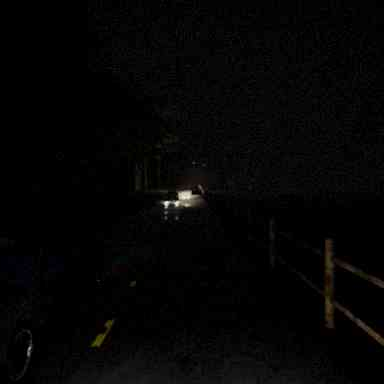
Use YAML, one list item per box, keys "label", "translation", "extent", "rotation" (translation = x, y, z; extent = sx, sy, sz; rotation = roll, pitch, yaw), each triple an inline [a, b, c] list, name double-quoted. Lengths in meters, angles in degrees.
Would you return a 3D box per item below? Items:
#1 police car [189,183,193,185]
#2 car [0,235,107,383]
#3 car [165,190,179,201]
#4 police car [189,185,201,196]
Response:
- label: "police car"
  translation: [0.774, -0.728, 81.452]
  extent: [1.930, 1.638, 5.238]
  rotation: [0, 3, 0]
- label: "car"
  translation: [-2.855, 1.493, 5.486]
  extent: [2.033, 1.411, 5.357]
  rotation: [0, 1, 0]
- label: "car"
  translation: [-2.858, 0.545, 48.204]
  extent: [1.837, 1.490, 4.892]
  rotation: [0, 1, 0]
- label: "police car"
  translation: [0.784, -0.078, 65.461]
  extent: [1.930, 1.638, 5.238]
  rotation: [0, 2, 0]
